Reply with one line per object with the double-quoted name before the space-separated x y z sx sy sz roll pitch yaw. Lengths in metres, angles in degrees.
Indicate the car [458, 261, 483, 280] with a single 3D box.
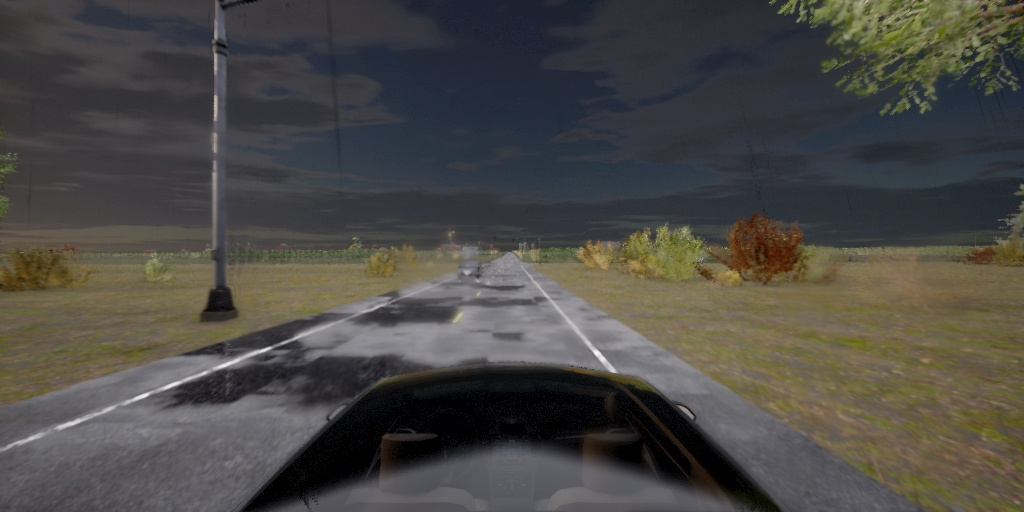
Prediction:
"car" -3.591 1.227 31.510 2.128 1.511 4.902 0 0 0
